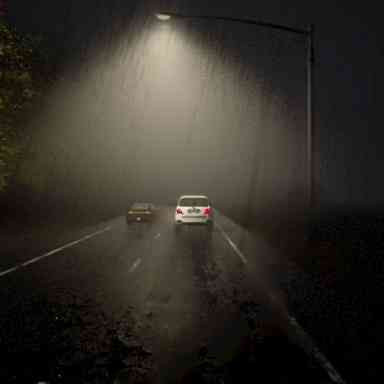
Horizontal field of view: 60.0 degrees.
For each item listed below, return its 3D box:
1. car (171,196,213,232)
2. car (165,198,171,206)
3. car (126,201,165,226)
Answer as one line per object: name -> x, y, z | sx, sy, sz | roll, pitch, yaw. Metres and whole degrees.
car -> 0.102, 1.249, 20.671 | 2.150, 2.045, 5.566 | 0, 0, 0
car -> -3.401, 1.629, 51.978 | 1.994, 1.385, 4.181 | 0, 0, 0
car -> -3.398, 1.525, 23.625 | 2.128, 1.511, 4.902 | 0, 0, 0
